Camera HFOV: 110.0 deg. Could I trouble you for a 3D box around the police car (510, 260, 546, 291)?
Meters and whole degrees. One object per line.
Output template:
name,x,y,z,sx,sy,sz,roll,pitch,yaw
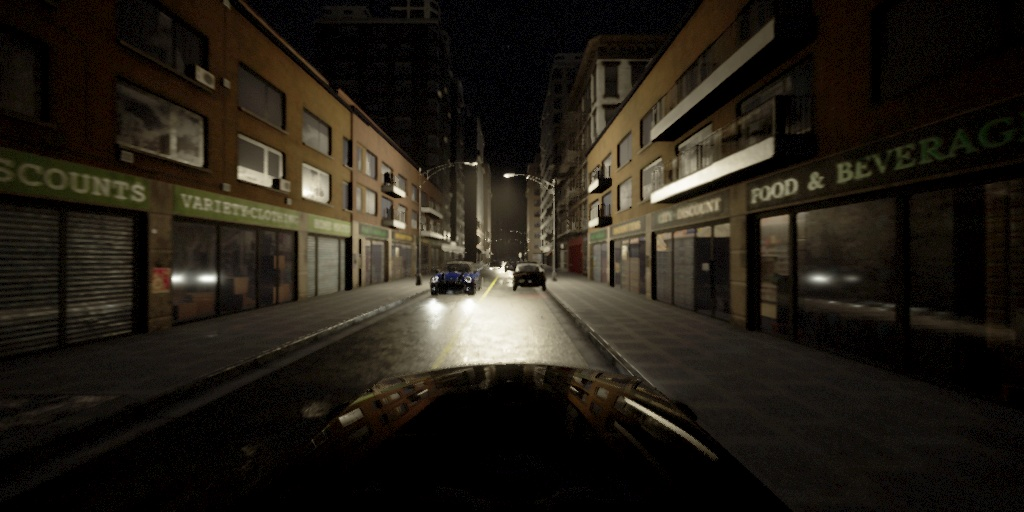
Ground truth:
police car,0.972,1.159,21.861,1.930,1.638,5.238,0,0,0

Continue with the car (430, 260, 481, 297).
car,-2.840,1.087,18.764,2.097,1.767,4.553,0,0,0

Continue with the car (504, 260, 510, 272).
car,0.052,1.325,44.332,1.895,1.301,4.718,0,0,1

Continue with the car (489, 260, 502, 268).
car,-2.763,1.288,60.488,1.994,1.385,4.181,0,0,1
